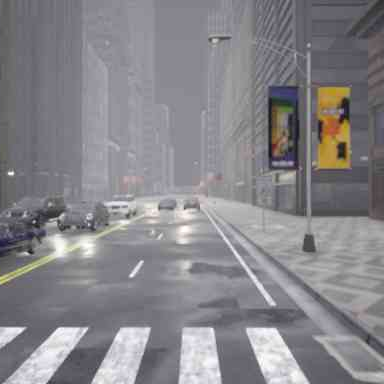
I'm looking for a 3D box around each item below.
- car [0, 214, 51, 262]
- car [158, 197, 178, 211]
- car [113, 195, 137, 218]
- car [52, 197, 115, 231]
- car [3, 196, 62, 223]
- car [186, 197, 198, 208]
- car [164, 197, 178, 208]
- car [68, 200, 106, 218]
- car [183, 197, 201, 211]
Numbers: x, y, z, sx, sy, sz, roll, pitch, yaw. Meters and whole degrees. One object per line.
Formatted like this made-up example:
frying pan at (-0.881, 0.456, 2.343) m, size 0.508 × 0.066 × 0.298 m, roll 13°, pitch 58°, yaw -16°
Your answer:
car at (-6.591, 1.618, 10.780) m, size 1.895 × 1.301 × 4.718 m, roll 0°, pitch 0°, yaw 0°
car at (-3.253, 1.649, 42.292) m, size 1.994 × 1.385 × 4.181 m, roll 0°, pitch 0°, yaw 0°
car at (-6.595, 1.284, 31.491) m, size 2.150 × 2.045 × 5.566 m, roll 0°, pitch 0°, yaw 1°
car at (-6.597, 1.392, 20.783) m, size 2.097 × 1.767 × 4.553 m, roll 0°, pitch 0°, yaw 0°
car at (-9.849, 1.263, 21.380) m, size 2.150 × 2.045 × 5.566 m, roll 0°, pitch 0°, yaw 0°
car at (-0.004, 1.610, 52.298) m, size 1.837 × 1.490 × 4.892 m, roll 0°, pitch 0°, yaw 0°
car at (-3.254, 1.609, 52.298) m, size 1.837 × 1.490 × 4.892 m, roll 0°, pitch 0°, yaw 0°
car at (-9.843, 1.553, 31.606) m, size 2.128 × 1.511 × 4.902 m, roll 0°, pitch 0°, yaw 0°
car at (-0.003, 1.438, 42.263) m, size 2.097 × 1.767 × 4.553 m, roll 0°, pitch 0°, yaw 0°
